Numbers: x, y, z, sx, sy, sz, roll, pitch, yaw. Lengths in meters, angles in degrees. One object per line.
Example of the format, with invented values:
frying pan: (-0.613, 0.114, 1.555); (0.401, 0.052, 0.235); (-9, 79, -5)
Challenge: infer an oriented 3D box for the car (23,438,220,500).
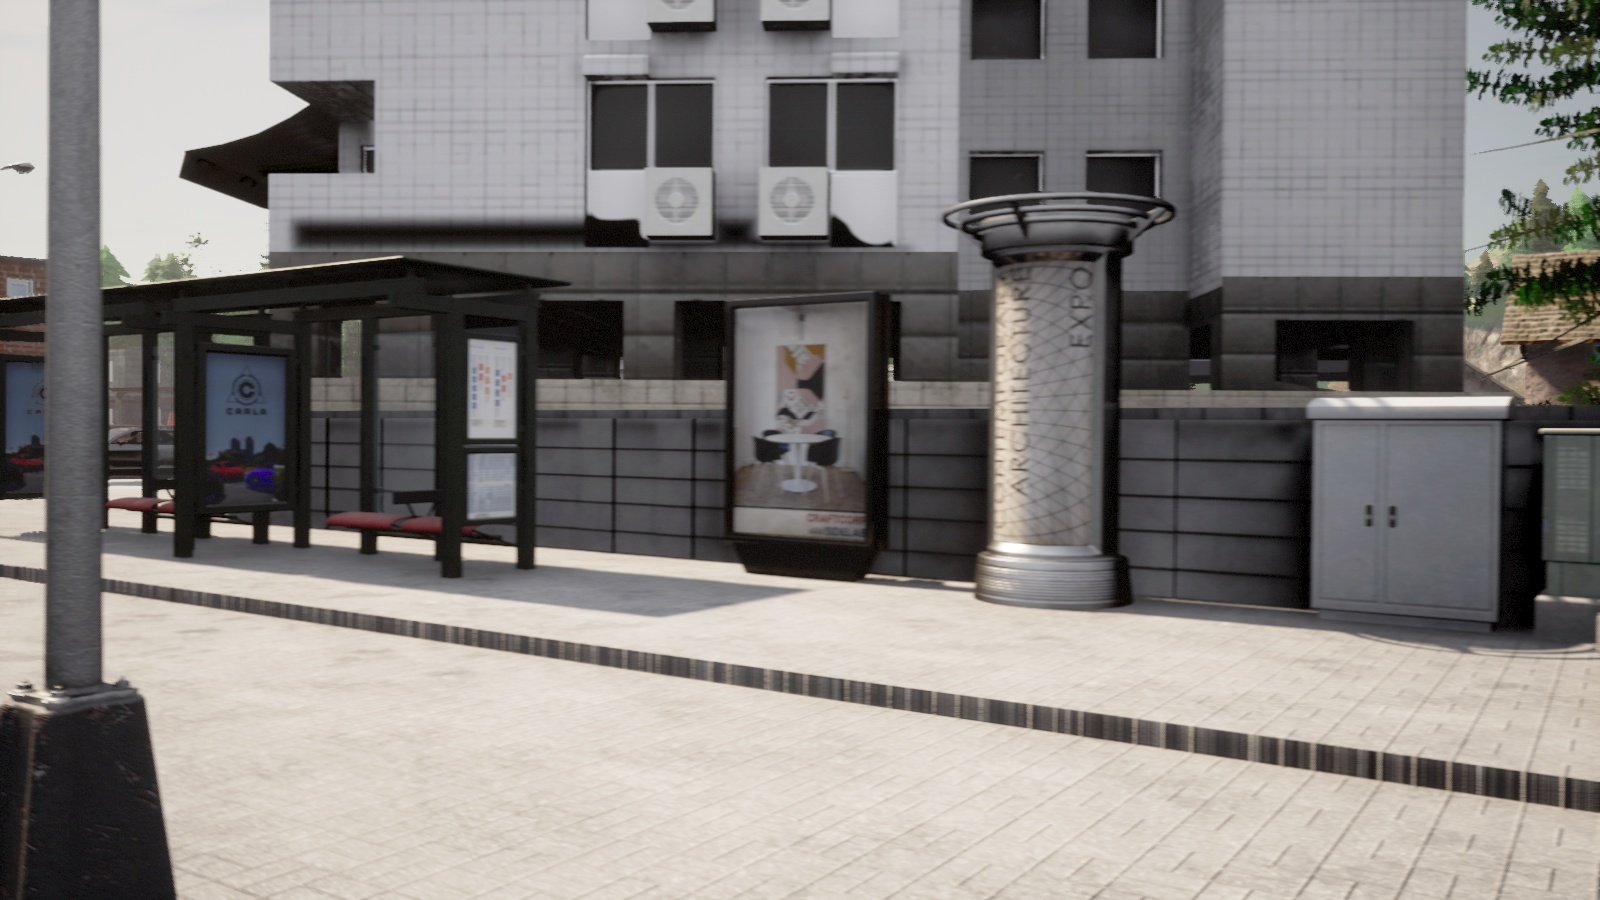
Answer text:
car: (-17.781, 0.454, 33.110); (1.816, 1.474, 4.193); (0, 1, 34)
